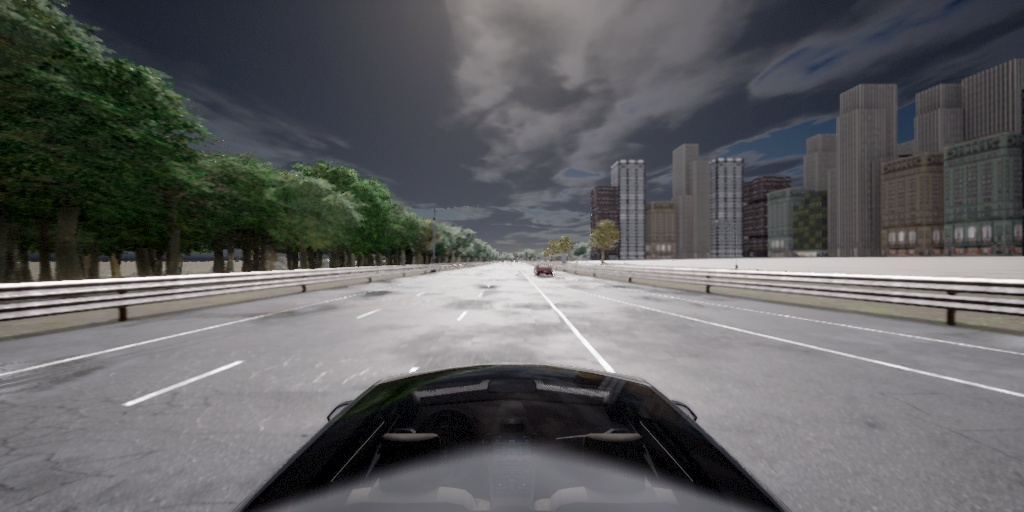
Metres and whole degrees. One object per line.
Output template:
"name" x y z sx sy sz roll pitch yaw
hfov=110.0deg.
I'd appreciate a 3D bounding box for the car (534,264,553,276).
"car" 3.868 1.733 44.978 1.882 1.535 5.008 0 -1 -3
